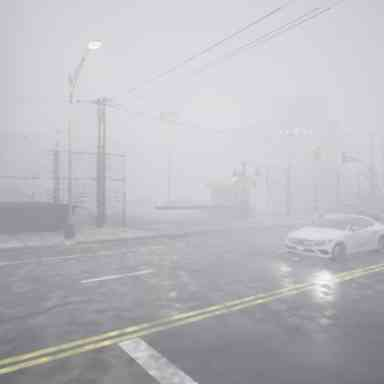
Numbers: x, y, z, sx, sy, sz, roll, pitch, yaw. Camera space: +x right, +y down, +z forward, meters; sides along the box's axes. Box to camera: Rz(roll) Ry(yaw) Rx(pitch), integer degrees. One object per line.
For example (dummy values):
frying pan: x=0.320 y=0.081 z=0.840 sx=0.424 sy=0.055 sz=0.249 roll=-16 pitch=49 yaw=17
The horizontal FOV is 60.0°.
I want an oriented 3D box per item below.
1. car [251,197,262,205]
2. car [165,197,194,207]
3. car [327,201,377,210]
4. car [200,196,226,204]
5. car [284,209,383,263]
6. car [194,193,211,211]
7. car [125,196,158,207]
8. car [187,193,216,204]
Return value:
car: x=9.894 y=1.501 z=56.375 sx=4.674 sy=1.452 sz=2.002 roll=0 pitch=0 yaw=-36
car: x=-1.496 y=1.453 z=43.457 sx=4.193 sy=1.474 sz=1.816 roll=0 pitch=0 yaw=-36
car: x=8.895 y=1.388 z=18.914 sx=4.553 sy=1.767 sz=2.097 roll=0 pitch=0 yaw=-35
car: x=4.084 y=1.479 z=64.522 sx=4.786 sy=1.482 sz=2.161 roll=0 pitch=0 yaw=-36
car: x=5.406 y=1.548 z=12.143 sx=4.674 sy=1.442 sz=1.812 roll=0 pitch=0 yaw=-35
car: x=2.980 y=1.302 z=37.316 sx=4.553 sy=1.767 sz=2.185 roll=0 pitch=0 yaw=-36
car: x=-7.753 y=1.622 z=51.892 sx=4.718 sy=1.301 sz=1.895 roll=0 pitch=0 yaw=-36
car: x=1.886 y=1.309 z=67.245 sx=5.566 sy=2.045 sz=2.435 roll=0 pitch=0 yaw=-36
